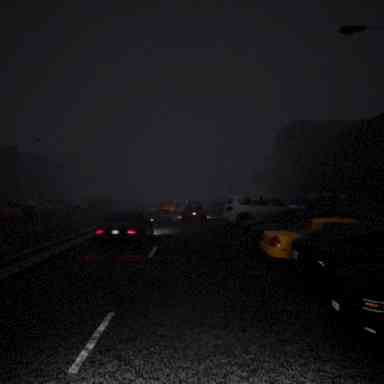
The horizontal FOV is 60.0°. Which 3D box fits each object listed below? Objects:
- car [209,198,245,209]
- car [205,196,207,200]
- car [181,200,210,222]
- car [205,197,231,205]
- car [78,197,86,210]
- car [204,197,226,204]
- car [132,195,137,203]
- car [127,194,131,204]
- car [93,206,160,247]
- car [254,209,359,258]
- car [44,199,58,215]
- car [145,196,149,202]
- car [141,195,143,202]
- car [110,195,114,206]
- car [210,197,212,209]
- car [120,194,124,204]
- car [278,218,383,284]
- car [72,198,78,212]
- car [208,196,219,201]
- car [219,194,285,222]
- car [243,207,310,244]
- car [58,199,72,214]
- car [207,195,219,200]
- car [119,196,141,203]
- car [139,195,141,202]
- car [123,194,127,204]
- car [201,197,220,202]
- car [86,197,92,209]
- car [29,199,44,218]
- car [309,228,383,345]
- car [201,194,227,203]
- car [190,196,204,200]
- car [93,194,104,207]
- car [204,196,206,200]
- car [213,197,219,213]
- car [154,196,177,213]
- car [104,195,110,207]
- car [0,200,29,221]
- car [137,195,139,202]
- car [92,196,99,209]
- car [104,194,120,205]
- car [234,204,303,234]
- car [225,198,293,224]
[{"bbox_3d":[4.875,1.587,46.832,4.792,1.488,2.163,0,0,0],"label":"car"},{"bbox_3d":[4.848,1.572,49.610,4.892,1.521,2.231,0,0,0],"label":"car"},{"bbox_3d":[0.173,1.580,26.612,1.994,1.385,4.181,0,0,0],"label":"car"},{"bbox_3d":[4.903,1.645,63.381,4.892,1.521,2.231,0,0,0],"label":"car"},{"bbox_3d":[-15.522,1.549,39.088,4.792,1.488,2.163,0,0,0],"label":"car"},{"bbox_3d":[4.922,1.744,71.839,4.674,1.452,2.002,0,-1,0],"label":"car"},{"bbox_3d":[-15.327,1.712,72.173,5.366,1.575,1.946,0,-1,0],"label":"car"},{"bbox_3d":[-15.513,1.668,66.661,5.008,1.535,2.097,0,0,0],"label":"car"},{"bbox_3d":[-2.863,1.549,14.956,2.033,1.411,5.357,0,0,0],"label":"car"},{"bbox_3d":[4.919,1.478,10.579,5.366,1.575,1.946,0,0,0],"label":"car"},{"bbox_3d":[-15.746,1.494,30.812,5.366,1.575,1.946,0,0,0],"label":"car"},{"bbox_3d":[-15.518,1.825,91.460,5.566,2.045,2.435,0,-1,0],"label":"car"},{"bbox_3d":[-15.474,1.582,80.439,5.566,2.045,2.435,0,-1,0],"label":"car"},{"bbox_3d":[-15.506,1.611,52.873,4.792,1.488,2.163,0,0,0],"label":"car"},{"bbox_3d":[4.818,1.566,38.494,4.674,1.452,2.002,0,0,0],"label":"car"},{"bbox_3d":[-15.554,1.662,61.146,4.792,1.488,2.163,0,0,0],"label":"car"},{"bbox_3d":[4.754,1.510,7.801,4.792,1.488,2.163,0,0,0],"label":"car"},{"bbox_3d":[-15.525,1.541,36.333,4.792,1.488,2.163,0,0,0],"label":"car"},{"bbox_3d":[4.834,1.536,41.148,4.892,1.521,2.231,0,0,0],"label":"car"},{"bbox_3d":[4.797,1.236,21.697,5.566,2.045,2.435,0,0,0],"label":"car"},{"bbox_3d":[4.713,1.511,13.359,4.792,1.488,2.163,0,0,0],"label":"car"},{"bbox_3d":[-15.372,1.501,33.575,5.366,1.575,1.946,0,0,0],"label":"car"},{"bbox_3d":[4.831,1.546,43.928,5.008,1.535,2.097,0,0,0],"label":"car"},{"bbox_3d":[-15.494,1.883,83.191,5.008,1.535,2.097,0,-1,0],"label":"car"},{"bbox_3d":[-15.477,1.535,77.686,5.566,2.045,2.435,0,-1,0],"label":"car"},{"bbox_3d":[-15.553,1.525,63.905,4.553,1.767,2.185,0,0,0],"label":"car"},{"bbox_3d":[4.988,2.062,91.147,5.008,1.535,2.097,0,-1,0],"label":"car"},{"bbox_3d":[-15.545,1.570,41.810,4.674,1.452,2.002,0,0,0],"label":"car"},{"bbox_3d":[-15.587,1.523,28.056,4.792,1.488,2.163,0,0,0],"label":"car"},{"bbox_3d":[4.722,1.481,5.146,5.008,1.535,2.097,0,0,0],"label":"car"},{"bbox_3d":[4.903,1.484,74.617,5.566,2.045,2.435,0,-1,0],"label":"car"},{"bbox_3d":[0.224,1.626,42.997,1.994,1.385,4.181,0,0,0],"label":"car"},{"bbox_3d":[-15.510,1.428,47.361,4.553,1.767,2.185,0,0,0],"label":"car"},{"bbox_3d":[4.868,1.583,52.390,5.008,1.535,2.097,0,0,0],"label":"car"},{"bbox_3d":[4.810,1.511,32.936,4.892,1.521,2.231,0,0,0],"label":"car"},{"bbox_3d":[-2.793,1.521,37.758,1.882,1.535,5.008,0,0,0],"label":"car"},{"bbox_3d":[-15.533,1.567,50.118,5.008,1.535,2.097,0,0,0],"label":"car"},{"bbox_3d":[-15.741,1.486,25.298,5.366,1.575,1.946,0,0,0],"label":"car"},{"bbox_3d":[-15.481,1.498,74.929,5.566,2.045,2.435,0,-1,0],"label":"car"},{"bbox_3d":[-15.574,1.570,44.604,4.792,1.488,2.163,0,0,0],"label":"car"},{"bbox_3d":[-15.560,1.347,55.634,5.566,2.045,2.435,0,0,0],"label":"car"},{"bbox_3d":[4.722,1.512,16.136,4.792,1.488,2.163,0,0,0],"label":"car"},{"bbox_3d":[4.809,1.366,24.509,4.553,1.767,2.185,0,0,0],"label":"car"}]
